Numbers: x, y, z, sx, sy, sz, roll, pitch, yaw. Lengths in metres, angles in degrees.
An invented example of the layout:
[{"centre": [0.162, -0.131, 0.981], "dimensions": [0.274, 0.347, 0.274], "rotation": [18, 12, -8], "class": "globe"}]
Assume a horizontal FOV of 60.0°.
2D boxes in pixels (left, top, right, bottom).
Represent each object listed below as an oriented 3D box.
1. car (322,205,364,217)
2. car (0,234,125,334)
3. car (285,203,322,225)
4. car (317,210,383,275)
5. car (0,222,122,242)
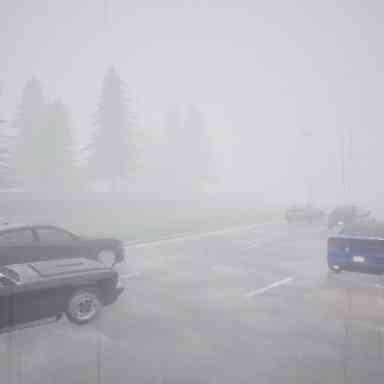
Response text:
[{"centre": [10.169, 1.577, 21.398], "dimensions": [1.837, 1.490, 4.892], "rotation": [-1, -1, 37], "class": "car"}, {"centre": [-3.615, 1.687, 5.579], "dimensions": [4.718, 1.301, 1.895], "rotation": [0, -1, -37], "class": "car"}, {"centre": [8.685, 1.609, 25.227], "dimensions": [2.128, 1.511, 4.902], "rotation": [-1, -1, 37], "class": "car"}, {"centre": [5.692, 1.505, 10.024], "dimensions": [1.882, 1.535, 5.008], "rotation": [-1, -1, 41], "class": "car"}, {"centre": [-4.363, 1.602, 9.502], "dimensions": [5.008, 1.535, 1.882], "rotation": [0, 0, -39], "class": "car"}]
